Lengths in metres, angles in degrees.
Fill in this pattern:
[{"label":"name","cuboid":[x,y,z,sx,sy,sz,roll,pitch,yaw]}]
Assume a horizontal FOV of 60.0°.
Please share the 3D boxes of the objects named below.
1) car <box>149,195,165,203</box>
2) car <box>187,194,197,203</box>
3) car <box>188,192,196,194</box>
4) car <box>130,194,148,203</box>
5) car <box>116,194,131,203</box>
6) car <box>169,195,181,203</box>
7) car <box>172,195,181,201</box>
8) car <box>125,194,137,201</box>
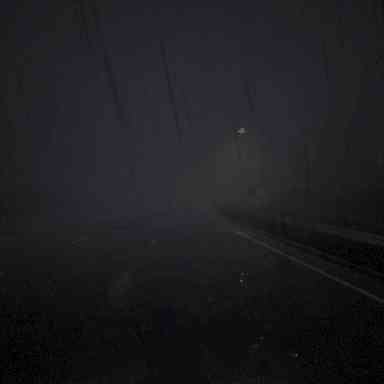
[{"label":"car","cuboid":[-7.021,1.591,67.153,1.895,1.301,4.718,0,0,0]},{"label":"car","cuboid":[-0.021,1.554,67.125,1.994,1.385,4.181,0,0,0]},{"label":"car","cuboid":[-0.024,1.058,77.159,2.150,2.045,5.566,0,0,0]},{"label":"car","cuboid":[-10.521,1.494,66.706,1.837,1.490,4.892,0,0,0]},{"label":"car","cuboid":[-14.021,1.517,67.121,1.812,1.442,4.674,0,0,0]},{"label":"car","cuboid":[-3.521,1.507,66.708,2.128,1.511,4.902,0,0,0]},{"label":"car","cuboid":[-3.524,1.385,77.128,1.994,1.385,4.181,0,0,0]},{"label":"car","cuboid":[-14.024,1.332,77.125,1.837,1.490,4.892,0,0,0]}]
